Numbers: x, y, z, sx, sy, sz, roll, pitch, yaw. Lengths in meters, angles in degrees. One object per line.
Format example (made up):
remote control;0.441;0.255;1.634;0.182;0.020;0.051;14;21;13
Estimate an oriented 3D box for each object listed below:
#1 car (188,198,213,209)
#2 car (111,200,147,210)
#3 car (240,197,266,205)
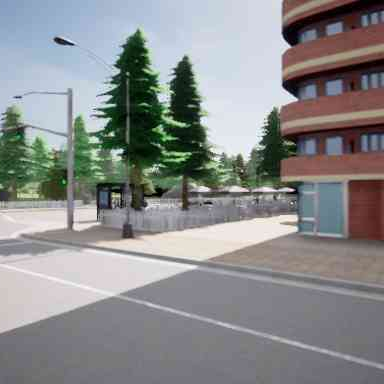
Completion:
car;0.996;1.411;39.661;2.128;1.511;4.902;0;0;38
car;-7.560;1.399;40.050;2.128;1.511;4.902;0;0;36
car;10.446;1.516;57.355;4.718;1.301;1.895;0;0;-28
